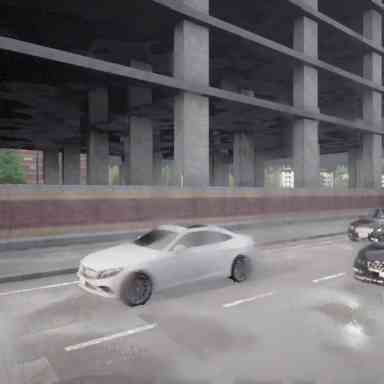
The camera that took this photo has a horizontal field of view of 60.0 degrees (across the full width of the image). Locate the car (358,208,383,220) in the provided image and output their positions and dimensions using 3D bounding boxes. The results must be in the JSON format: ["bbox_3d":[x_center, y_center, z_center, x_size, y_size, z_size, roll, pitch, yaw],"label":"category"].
[{"bbox_3d":[8.931,1.491,15.003,4.902,1.511,2.128,0,0,-37],"label":"car"}]

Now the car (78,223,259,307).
[{"bbox_3d":[-0.342,1.526,8.123,4.674,1.442,1.812,0,0,-37],"label":"car"}]

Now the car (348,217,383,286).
[{"bbox_3d":[6.015,1.505,8.480,4.892,1.490,1.837,0,0,-37],"label":"car"}]
